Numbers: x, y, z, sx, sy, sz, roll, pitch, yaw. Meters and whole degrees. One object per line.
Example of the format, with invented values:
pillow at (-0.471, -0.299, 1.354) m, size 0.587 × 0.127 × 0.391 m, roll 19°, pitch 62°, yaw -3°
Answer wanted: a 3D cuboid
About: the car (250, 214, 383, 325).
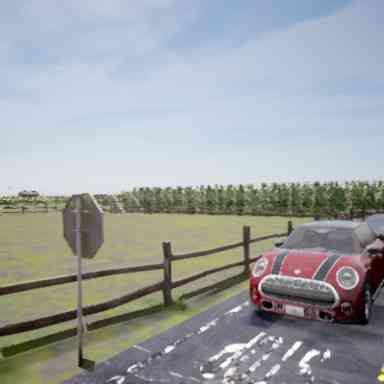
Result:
car at (3.096, 1.486, 7.596) m, size 2.097 × 1.767 × 4.553 m, roll -2°, pitch -2°, yaw 36°
